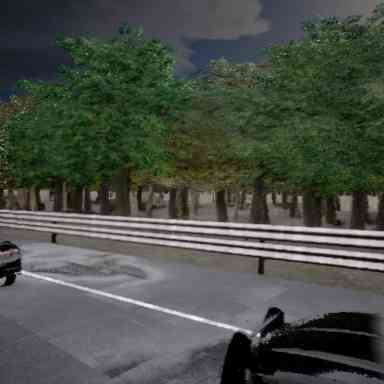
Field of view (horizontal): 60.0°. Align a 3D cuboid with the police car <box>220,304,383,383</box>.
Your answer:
[{"bbox_3d":[2.644,1.425,1.977,5.238,1.638,1.930,0,0,35],"label":"police car"}]

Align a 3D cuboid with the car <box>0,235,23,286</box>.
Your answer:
[{"bbox_3d":[-6.138,1.538,8.288,4.902,1.511,2.128,0,0,36],"label":"car"}]
